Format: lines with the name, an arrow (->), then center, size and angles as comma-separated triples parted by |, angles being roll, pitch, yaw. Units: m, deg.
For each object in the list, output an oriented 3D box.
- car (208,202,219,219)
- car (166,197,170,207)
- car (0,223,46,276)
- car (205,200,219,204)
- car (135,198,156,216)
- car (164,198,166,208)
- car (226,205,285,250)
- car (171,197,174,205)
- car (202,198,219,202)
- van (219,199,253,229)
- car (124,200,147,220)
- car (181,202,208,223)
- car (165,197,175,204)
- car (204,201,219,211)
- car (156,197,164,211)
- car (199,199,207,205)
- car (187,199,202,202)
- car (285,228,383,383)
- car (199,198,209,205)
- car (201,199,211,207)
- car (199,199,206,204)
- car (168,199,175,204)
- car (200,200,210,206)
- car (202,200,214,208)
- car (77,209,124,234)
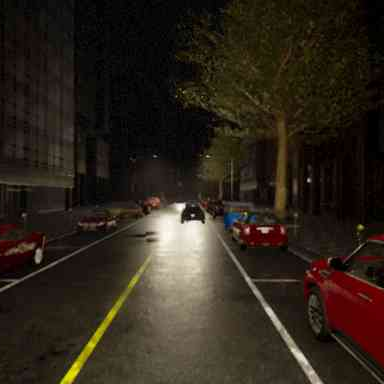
car -> 2.819, 1.863, 31.769 | 1.802, 1.307, 4.206 | 0, -1, 0
car -> -5.741, 1.896, 59.962 | 2.192, 1.841, 5.009 | 0, -1, 0
car -> -5.678, 1.626, 9.214 | 1.887, 1.381, 4.507 | 0, 0, 0
car -> 2.812, 1.905, 37.406 | 1.947, 1.339, 4.313 | 0, -1, 0
car -> -5.714, 1.654, 37.408 | 2.192, 1.841, 5.009 | 0, -1, 0
car -> -5.734, 2.086, 54.322 | 1.947, 1.339, 4.313 | 0, -1, 0
car -> 2.841, 1.569, 14.851 | 1.967, 1.590, 4.097 | 0, 0, 0
car -> -5.762, 2.337, 76.876 | 1.947, 1.339, 4.313 | 0, -1, 0
car -> 2.805, 1.714, 43.049 | 2.192, 1.841, 5.009 | 0, -1, 0
van -> 2.834, 1.519, 20.492 | 1.690, 1.788, 3.998 | 0, 0, 0
car -> -5.706, 1.805, 31.599 | 1.752, 1.417, 4.829 | 0, -1, 0
car -> 0.067, 1.808, 27.920 | 1.994, 1.385, 4.181 | 0, 0, 0
car -> -5.776, 2.221, 88.154 | 2.192, 1.841, 5.009 | 0, -1, 0
car -> 2.799, 2.004, 48.686 | 1.887, 1.381, 4.507 | 0, -1, 0
car -> -5.727, 1.775, 48.686 | 2.192, 1.841, 5.009 | 0, -1, 0
car -> 2.757, 2.420, 82.520 | 1.802, 1.307, 4.206 | 0, -1, 0
car -> 0.046, 1.910, 46.148 | 1.882, 1.535, 5.008 | 0, -1, 0
car -> 2.854, 1.347, 3.573 | 2.192, 1.841, 5.009 | 0, 0, 0
car -> 2.764, 2.211, 76.883 | 1.967, 1.590, 4.097 | 0, -1, 0
car -> 2.777, 2.170, 65.774 | 1.752, 1.417, 4.829 | 0, -1, 0
car -> 2.750, 2.471, 88.159 | 1.947, 1.339, 4.313 | 0, -1, 0
car -> -5.782, 2.558, 93.790 | 1.802, 1.307, 4.206 | 0, -1, 0
car -> 2.771, 2.288, 71.242 | 1.802, 1.307, 4.206 | 0, -1, 0
car -> 2.785, 2.147, 59.963 | 1.947, 1.339, 4.313 | 0, -1, 0
car -> -5.692, 1.760, 20.492 | 1.802, 1.307, 4.206 | 0, 0, 0
